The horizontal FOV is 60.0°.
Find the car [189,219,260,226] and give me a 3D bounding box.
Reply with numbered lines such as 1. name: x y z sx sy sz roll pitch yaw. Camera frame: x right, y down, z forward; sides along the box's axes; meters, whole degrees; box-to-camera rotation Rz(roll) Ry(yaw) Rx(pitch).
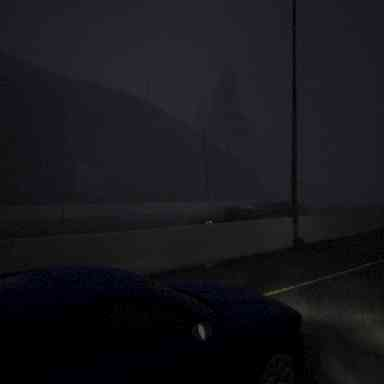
1. car: 1.948 1.546 18.945 4.674 1.442 1.812 0 0 -40

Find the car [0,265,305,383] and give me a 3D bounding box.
1. car: -0.987 1.482 3.143 5.008 1.535 1.882 0 0 -36
